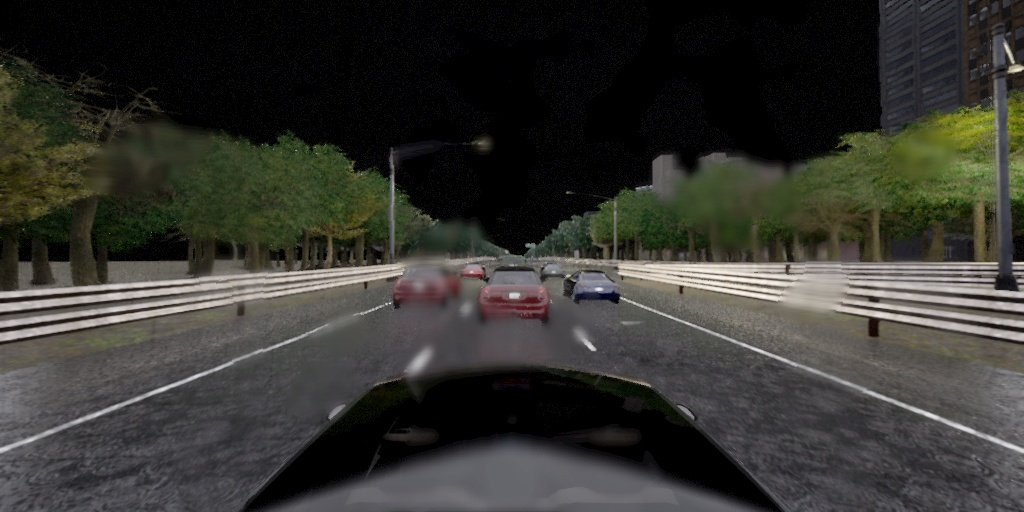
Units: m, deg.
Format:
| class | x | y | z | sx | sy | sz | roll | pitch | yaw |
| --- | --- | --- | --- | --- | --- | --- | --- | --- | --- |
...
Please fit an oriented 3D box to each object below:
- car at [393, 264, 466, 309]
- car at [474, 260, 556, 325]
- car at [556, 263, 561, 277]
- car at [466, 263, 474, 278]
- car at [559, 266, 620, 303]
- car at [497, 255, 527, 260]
| class | x | y | z | sx | sy | sz | roll | pitch | yaw |
| --- | --- | --- | --- | --- | --- | --- | --- | --- | --- |
| car | -3.408 | 1.133 | 15.306 | 2.097 | 1.767 | 4.553 | 0 | 0 | 0 |
| car | 0.087 | 1.127 | 12.031 | 2.097 | 1.767 | 4.553 | 0 | 0 | 0 |
| car | 3.601 | 1.327 | 32.265 | 1.994 | 1.385 | 4.181 | 0 | 0 | 0 |
| car | -3.399 | 1.327 | 32.203 | 1.994 | 1.385 | 4.181 | 0 | 0 | 0 |
| car | 3.596 | 1.346 | 16.816 | 1.994 | 1.385 | 4.181 | 0 | 0 | 0 |
| car | 0.103 | 0.990 | 30.747 | 2.150 | 2.045 | 5.566 | 0 | 0 | 0 |
